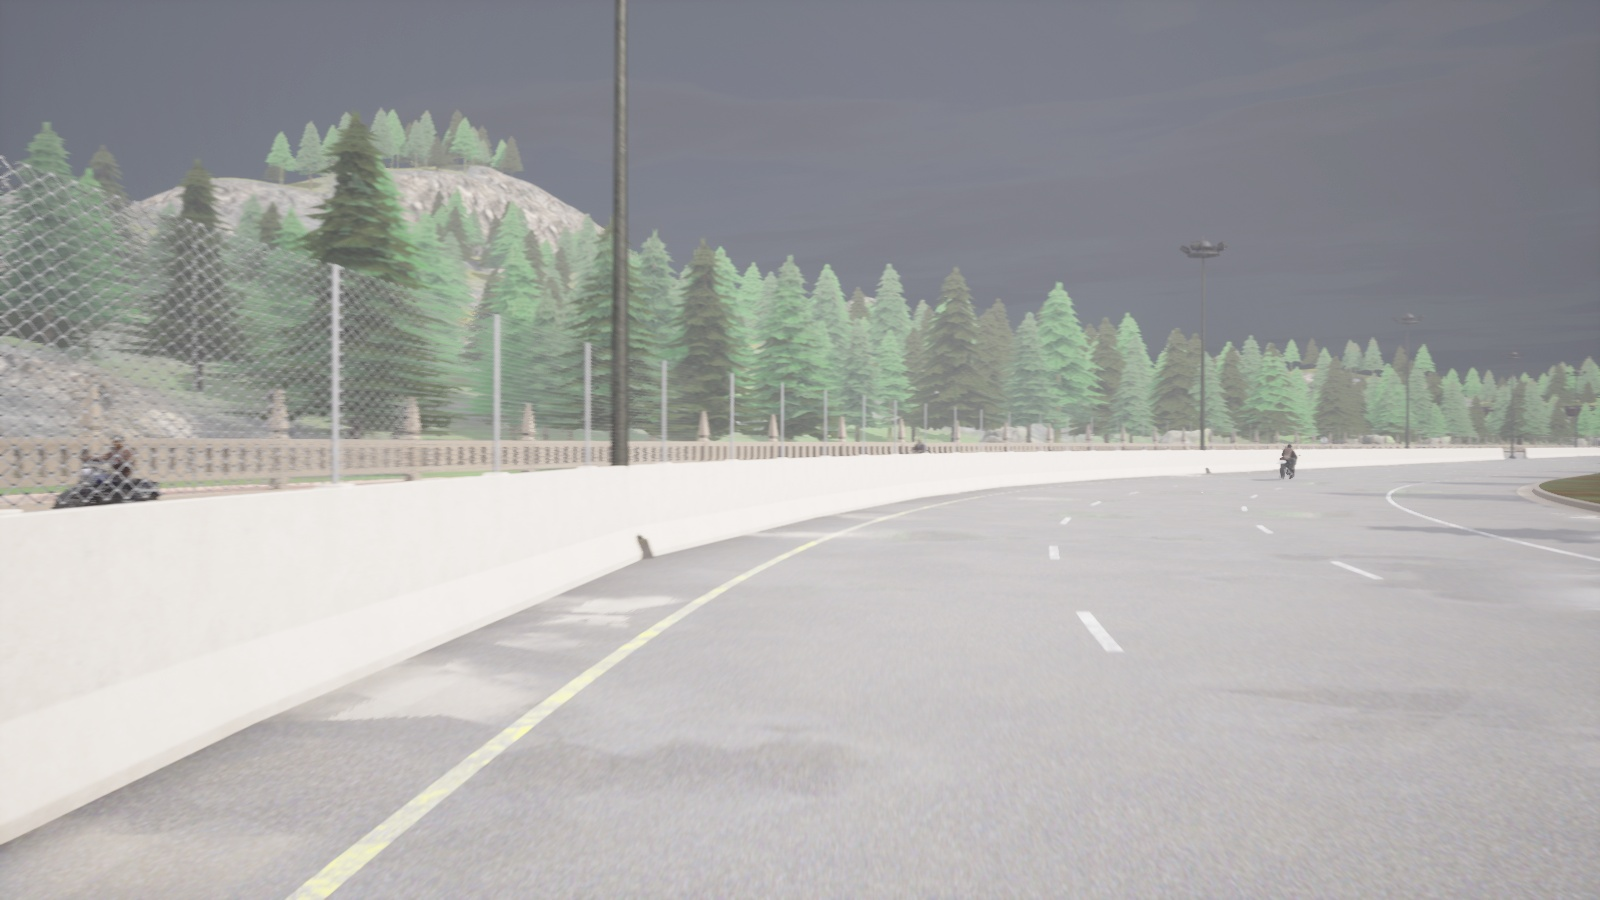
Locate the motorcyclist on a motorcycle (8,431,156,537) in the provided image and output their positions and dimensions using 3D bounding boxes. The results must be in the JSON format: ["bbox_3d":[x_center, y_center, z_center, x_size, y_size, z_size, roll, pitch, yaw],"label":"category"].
[{"bbox_3d":[-11.875,0.521,20.882,0.766,1.649,2.350,1,1,11],"label":"motorcyclist on a motorcycle"}]

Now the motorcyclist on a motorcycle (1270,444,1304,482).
[{"bbox_3d":[20.506,0.534,52.830,0.797,1.523,2.044,2,1,35],"label":"motorcyclist on a motorcycle"}]
